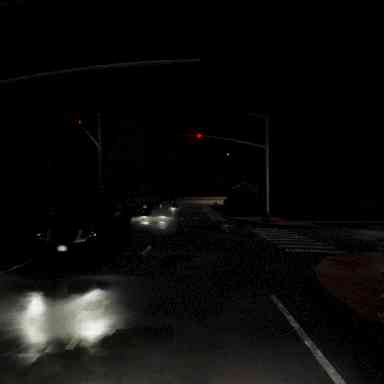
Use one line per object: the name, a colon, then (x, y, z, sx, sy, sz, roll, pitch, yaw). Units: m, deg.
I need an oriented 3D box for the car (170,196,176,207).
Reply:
car: (-3.549, 1.417, 50.264, 2.097, 1.767, 4.553, 0, 0, 0)

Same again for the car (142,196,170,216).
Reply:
car: (-3.625, 1.354, 32.955, 2.097, 1.767, 4.553, 0, 0, 0)

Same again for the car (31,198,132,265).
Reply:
car: (-3.602, 1.231, 11.998, 2.150, 2.045, 5.566, 0, 0, 0)
